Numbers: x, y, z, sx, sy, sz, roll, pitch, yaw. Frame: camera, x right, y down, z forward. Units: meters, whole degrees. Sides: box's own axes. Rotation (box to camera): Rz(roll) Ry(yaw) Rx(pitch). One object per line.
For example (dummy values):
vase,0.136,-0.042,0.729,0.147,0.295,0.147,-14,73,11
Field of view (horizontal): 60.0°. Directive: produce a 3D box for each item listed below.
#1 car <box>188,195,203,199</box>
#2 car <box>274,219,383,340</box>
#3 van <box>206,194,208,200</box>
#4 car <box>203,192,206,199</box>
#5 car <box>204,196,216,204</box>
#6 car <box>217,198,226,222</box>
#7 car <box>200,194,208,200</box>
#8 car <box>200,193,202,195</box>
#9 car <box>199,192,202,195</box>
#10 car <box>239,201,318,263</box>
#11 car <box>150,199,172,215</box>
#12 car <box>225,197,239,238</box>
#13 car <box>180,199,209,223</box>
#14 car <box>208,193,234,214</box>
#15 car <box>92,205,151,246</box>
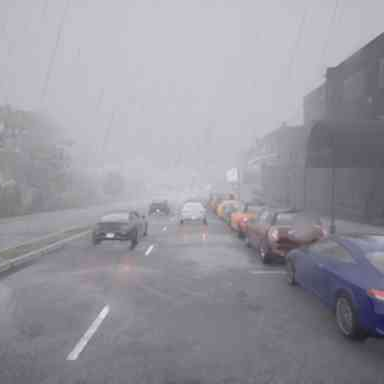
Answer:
car,0.103,1.439,41.643,1.837,1.490,4.892,0,0,0
car,3.225,1.510,6.383,2.002,1.452,4.674,0,0,0
van,3.228,1.183,45.303,1.878,1.987,4.442,0,0,0
car,3.228,1.275,50.681,2.185,1.767,4.553,0,0,0
car,3.229,1.424,61.635,2.002,1.452,4.674,0,0,0
car,3.227,1.445,23.080,2.231,1.521,4.892,0,0,0
car,3.229,1.337,89.450,1.946,1.575,5.366,0,0,0
car,3.228,1.376,67.156,2.231,1.521,4.892,0,0,0
car,3.228,1.354,78.397,1.946,1.575,5.366,0,0,0
car,3.225,1.335,12.004,2.185,1.767,4.553,0,0,0
car,-3.148,1.453,33.146,1.837,1.490,4.892,0,0,0
car,3.226,1.327,17.530,2.185,1.767,4.553,0,0,0
car,0.100,1.487,24.781,1.812,1.442,4.674,0,0,0
car,3.227,1.175,34.039,2.435,2.045,5.566,0,0,0
car,-3.163,1.502,15.134,1.812,1.442,4.674,0,0,0
